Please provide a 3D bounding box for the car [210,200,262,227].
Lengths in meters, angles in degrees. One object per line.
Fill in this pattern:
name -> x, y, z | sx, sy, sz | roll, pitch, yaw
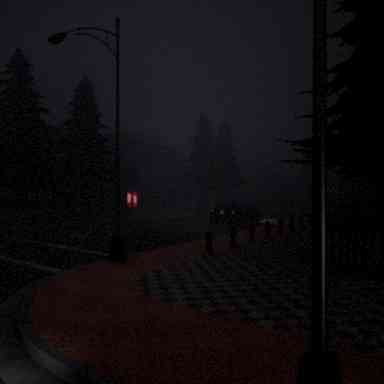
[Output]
car -> 3.183, 1.353, 23.361 | 2.097, 1.767, 4.553 | 0, 0, 35
